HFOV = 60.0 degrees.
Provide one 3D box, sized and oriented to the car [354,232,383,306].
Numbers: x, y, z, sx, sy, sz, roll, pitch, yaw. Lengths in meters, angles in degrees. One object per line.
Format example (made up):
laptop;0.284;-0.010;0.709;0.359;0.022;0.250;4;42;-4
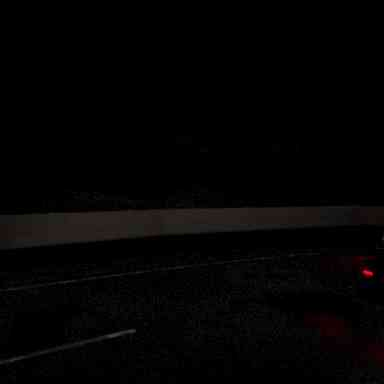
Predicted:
car;5.695;1.537;6.454;5.357;1.411;2.033;0;0;-23
